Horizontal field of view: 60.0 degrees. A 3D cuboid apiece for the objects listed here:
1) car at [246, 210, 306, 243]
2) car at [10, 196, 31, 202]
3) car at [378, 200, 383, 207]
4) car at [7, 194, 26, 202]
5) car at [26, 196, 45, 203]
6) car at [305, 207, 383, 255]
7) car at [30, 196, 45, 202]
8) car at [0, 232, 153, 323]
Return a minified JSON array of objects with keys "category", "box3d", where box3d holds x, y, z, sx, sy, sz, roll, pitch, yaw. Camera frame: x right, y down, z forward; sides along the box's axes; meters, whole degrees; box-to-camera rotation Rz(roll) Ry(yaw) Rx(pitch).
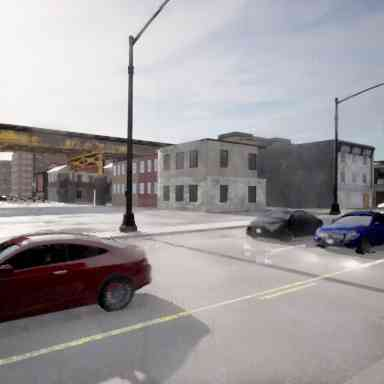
[{"category":"car","box3d":[4.593,1.566,16.149,4.181,1.385,1.994,0,0,-37]},{"category":"car","box3d":[-39.644,1.579,77.035,4.536,1.218,1.853,0,-1,24]},{"category":"car","box3d":[15.648,1.168,24.357,5.566,2.045,2.150,0,0,-37]},{"category":"car","box3d":[-39.598,1.737,77.013,4.974,1.542,2.038,0,-1,24]},{"category":"car","box3d":[-35.870,1.779,77.158,2.038,1.542,4.974,1,0,-6]},{"category":"car","box3d":[6.878,1.526,13.484,4.674,1.442,1.812,0,0,-37]},{"category":"car","box3d":[-35.875,1.621,77.211,1.853,1.218,4.536,1,0,-6]},{"category":"car","box3d":[-2.966,1.530,6.178,4.674,1.442,1.812,0,0,-37]}]
